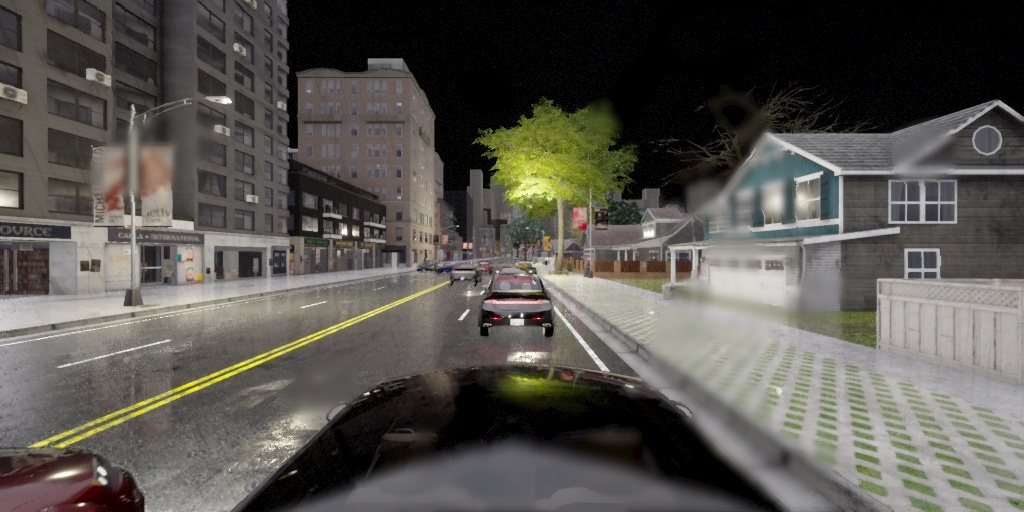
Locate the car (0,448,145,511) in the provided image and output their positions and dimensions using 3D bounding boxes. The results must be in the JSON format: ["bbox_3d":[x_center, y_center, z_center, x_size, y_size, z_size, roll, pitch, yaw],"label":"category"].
[{"bbox_3d":[-3.149,1.314,0.342,1.994,1.385,4.181,0,0,0],"label":"car"}]

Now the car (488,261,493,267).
[{"bbox_3d":[-3.114,1.241,41.072,1.812,1.442,4.674,0,0,0],"label":"car"}]

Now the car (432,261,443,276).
[{"bbox_3d":[-6.565,1.321,37.257,1.895,1.301,4.718,0,0,0],"label":"car"}]

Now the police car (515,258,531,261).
[{"bbox_3d":[1.002,1.156,29.545,1.930,1.638,5.238,0,0,0],"label":"police car"}]

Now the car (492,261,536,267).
[{"bbox_3d":[0.118,1.219,19.816,1.882,1.535,5.008,0,0,0],"label":"car"}]

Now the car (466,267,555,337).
[{"bbox_3d":[0.111,1.239,10.312,2.128,1.511,4.902,0,0,0],"label":"car"}]

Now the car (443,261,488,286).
[{"bbox_3d":[-3.126,1.226,25.154,2.128,1.511,4.902,0,0,0],"label":"car"}]

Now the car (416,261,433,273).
[{"bbox_3d":[-9.812,1.261,42.544,2.033,1.411,5.357,0,0,0],"label":"car"}]
